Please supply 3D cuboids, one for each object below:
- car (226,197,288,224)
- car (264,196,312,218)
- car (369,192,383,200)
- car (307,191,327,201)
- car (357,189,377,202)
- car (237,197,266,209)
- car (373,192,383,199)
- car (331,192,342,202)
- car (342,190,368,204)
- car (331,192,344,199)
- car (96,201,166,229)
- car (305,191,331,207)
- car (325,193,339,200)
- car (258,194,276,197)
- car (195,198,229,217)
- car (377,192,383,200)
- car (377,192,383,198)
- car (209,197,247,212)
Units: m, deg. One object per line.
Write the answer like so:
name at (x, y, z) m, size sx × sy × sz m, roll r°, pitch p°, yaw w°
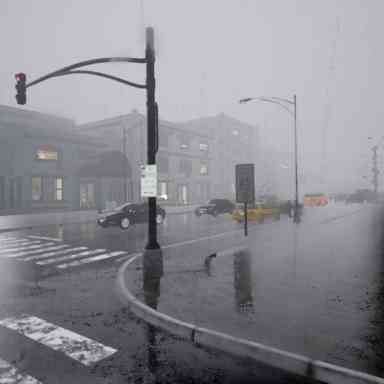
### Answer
car at (4.384, 1.242, 21.839) m, size 1.752 × 1.417 × 4.829 m, roll -1°, pitch 0°, yaw 36°
car at (7.536, 1.217, 26.178) m, size 2.008 × 1.369 × 4.403 m, roll -1°, pitch 0°, yaw 36°
car at (36.803, 0.770, 66.465) m, size 1.947 × 1.339 × 4.313 m, roll -1°, pitch 0°, yaw 36°
car at (23.519, 0.768, 62.439) m, size 2.192 × 1.841 × 5.009 m, roll -1°, pitch 0°, yaw 36°
car at (26.940, 0.576, 52.201) m, size 2.150 × 2.045 × 5.566 m, roll -1°, pitch 0°, yaw 36°
car at (7.264, 1.293, 40.058) m, size 1.802 × 1.307 × 4.206 m, roll -1°, pitch 0°, yaw 36°
car at (40.055, 0.720, 70.942) m, size 1.947 × 1.339 × 4.313 m, roll -1°, pitch 0°, yaw 36°
car at (24.463, 0.901, 53.906) m, size 2.128 × 1.511 × 4.902 m, roll -1°, pitch 0°, yaw 36°
car at (22.845, 0.924, 46.490) m, size 1.837 × 1.490 × 4.892 m, roll -1°, pitch 0°, yaw 36°
car at (33.277, 0.743, 75.868) m, size 1.967 × 1.590 × 4.097 m, roll -1°, pitch 0°, yaw 36°
car at (-3.651, 1.378, 20.641) m, size 1.837 × 1.490 × 4.892 m, roll -1°, pitch 0°, yaw 36°
car at (15.274, 0.908, 41.254) m, size 2.097 × 1.767 × 4.553 m, roll -1°, pitch 0°, yaw 36°
car at (30.026, 0.935, 71.392) m, size 1.802 × 1.307 × 4.206 m, roll -1°, pitch 0°, yaw 36°
car at (8.162, 1.036, 36.884) m, size 2.097 × 1.767 × 4.553 m, roll -1°, pitch 0°, yaw 36°
car at (2.125, 1.306, 28.574) m, size 1.812 × 1.442 × 4.674 m, roll -1°, pitch 0°, yaw 36°
car at (33.549, 0.570, 61.988) m, size 2.192 × 1.841 × 5.009 m, roll -1°, pitch 0°, yaw 36°
car at (43.133, 0.652, 75.166) m, size 1.887 × 1.381 × 4.507 m, roll -1°, pitch 0°, yaw 36°
car at (3.911, 1.289, 35.443) m, size 1.752 × 1.417 × 4.829 m, roll -1°, pitch 0°, yaw 36°
